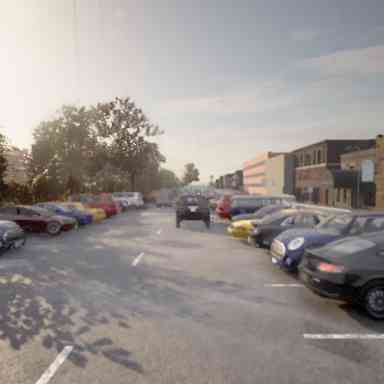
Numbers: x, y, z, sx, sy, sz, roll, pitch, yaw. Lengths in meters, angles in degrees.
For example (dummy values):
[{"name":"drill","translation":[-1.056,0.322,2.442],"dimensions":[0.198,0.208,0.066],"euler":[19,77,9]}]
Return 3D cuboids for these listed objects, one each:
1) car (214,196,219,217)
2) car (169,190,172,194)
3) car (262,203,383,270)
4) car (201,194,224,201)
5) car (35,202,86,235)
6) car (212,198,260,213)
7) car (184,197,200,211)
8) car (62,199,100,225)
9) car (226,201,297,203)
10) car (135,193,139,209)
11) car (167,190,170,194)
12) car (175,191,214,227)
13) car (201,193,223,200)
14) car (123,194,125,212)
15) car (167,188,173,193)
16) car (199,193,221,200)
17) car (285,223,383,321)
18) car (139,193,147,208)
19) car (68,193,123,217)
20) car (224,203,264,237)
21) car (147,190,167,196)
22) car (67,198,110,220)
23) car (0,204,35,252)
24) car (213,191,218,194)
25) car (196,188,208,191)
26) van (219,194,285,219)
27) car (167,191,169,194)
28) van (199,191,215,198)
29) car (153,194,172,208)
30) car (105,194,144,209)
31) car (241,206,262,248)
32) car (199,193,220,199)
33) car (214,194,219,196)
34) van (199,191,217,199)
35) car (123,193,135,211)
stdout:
[{"name":"car","translation":[4.500,1.398,31.648],"dimensions":[4.792,1.488,2.163],"euler":[0,0,0]},{"name":"car","translation":[-8.330,0.954,85.590],"dimensions":[4.792,1.488,2.163],"euler":[0,0,0]},{"name":"car","translation":[4.550,1.326,9.381],"dimensions":[4.553,1.767,2.185],"euler":[0,0,0]},{"name":"car","translation":[4.206,1.063,68.799],"dimensions":[4.674,1.452,2.002],"euler":[0,0,0]},{"name":"car","translation":[-8.550,1.451,17.692],"dimensions":[4.792,1.488,2.163],"euler":[0,0,0]},{"name":"car","translation":[4.462,1.398,34.431],"dimensions":[4.674,1.452,2.002],"euler":[0,0,0]},{"name":"car","translation":[0.020,1.380,40.210],"dimensions":[1.812,1.442,4.674],"euler":[0,0,0]},{"name":"car","translation":[-8.591,1.411,20.479],"dimensions":[5.008,1.535,2.097],"euler":[0,0,0]},{"name":"car","translation":[4.507,1.423,17.732],"dimensions":[4.892,1.521,2.231],"euler":[0,0,0]},{"name":"car","translation":[-8.652,1.221,37.062],"dimensions":[4.553,1.767,2.185],"euler":[0,0,0]},{"name":"car","translation":[-8.370,0.957,80.067],"dimensions":[4.892,1.521,2.231],"euler":[0,0,0]},{"name":"car","translation":[0.050,1.147,22.487],"dimensions":[2.150,2.045,5.566],"euler":[0,0,0]},{"name":"car","translation":[4.207,1.046,71.624],"dimensions":[4.674,1.452,2.002],"euler":[0,0,0]},{"name":"car","translation":[-8.572,1.253,28.832],"dimensions":[4.553,1.767,2.185],"euler":[0,0,0]},{"name":"car","translation":[-8.329,0.656,88.411],"dimensions":[5.566,2.045,2.435],"euler":[0,0,0]},{"name":"car","translation":[4.218,0.973,77.276],"dimensions":[5.008,1.535,2.097],"euler":[0,0,0]},{"name":"car","translation":[4.522,1.500,6.599],"dimensions":[4.674,1.452,2.002],"euler":[0,0,0]},{"name":"car","translation":[-8.656,1.084,39.972],"dimensions":[5.566,2.045,2.435],"euler":[0,0,0]},{"name":"car","translation":[-8.625,1.138,25.922],"dimensions":[5.566,2.045,2.435],"euler":[0,0,0]},{"name":"car","translation":[4.321,1.429,14.948],"dimensions":[5.366,1.575,1.946],"euler":[0,0,0]},{"name":"car","translation":[-8.338,0.880,71.595],"dimensions":[4.553,1.767,2.185],"euler":[0,0,0]},{"name":"car","translation":[-8.776,1.398,23.138],"dimensions":[5.366,1.575,1.946],"euler":[0,0,0]},{"name":"car","translation":[-8.599,1.316,12.123],"dimensions":[4.553,1.767,2.185],"euler":[0,0,0]},{"name":"car","translation":[4.178,1.069,65.972],"dimensions":[4.792,1.488,2.163],"euler":[0,0,0]},{"name":"car","translation":[4.244,0.689,82.926],"dimensions":[5.566,2.045,2.435],"euler":[0,0,0]},{"name":"van","translation":[4.599,1.165,25.957],"dimensions":[4.442,1.987,1.878],"euler":[0,0,0]},{"name":"car","translation":[-8.363,0.989,74.295],"dimensions":[5.008,1.535,2.097],"euler":[0,0,0]},{"name":"van","translation":[4.104,0.663,91.282],"dimensions":[4.442,1.987,1.878],"euler":[0,1,0]},{"name":"car","translation":[-3.590,1.393,44.128],"dimensions":[2.033,1.411,5.357],"euler":[0,0,0]},{"name":"car","translation":[-8.602,1.198,42.758],"dimensions":[4.553,1.767,2.185],"euler":[0,0,0]},{"name":"car","translation":[4.506,1.443,12.166],"dimensions":[4.892,1.521,2.231],"euler":[0,0,0]},{"name":"car","translation":[4.209,0.957,80.101],"dimensions":[5.008,1.535,2.097],"euler":[0,0,0]},{"name":"car","translation":[4.432,1.366,42.639],"dimensions":[4.674,1.452,2.002],"euler":[-1,0,0]},{"name":"van","translation":[4.100,0.699,85.751],"dimensions":[4.442,1.987,1.878],"euler":[0,0,0]},{"name":"car","translation":[-8.646,1.232,34.277],"dimensions":[4.553,1.767,2.185],"euler":[0,0,0]}]
